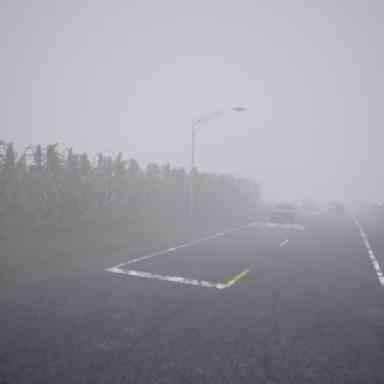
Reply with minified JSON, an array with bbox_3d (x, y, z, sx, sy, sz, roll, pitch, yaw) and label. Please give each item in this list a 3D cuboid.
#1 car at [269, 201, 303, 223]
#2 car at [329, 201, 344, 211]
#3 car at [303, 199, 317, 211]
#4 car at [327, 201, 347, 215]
[{"bbox_3d":[7.627,1.655,27.178,1.837,1.490,4.892,1,0,24],"label":"car"},{"bbox_3d":[21.041,2.033,48.534,1.895,1.301,4.718,1,0,23],"label":"car"},{"bbox_3d":[15.841,1.684,45.349,2.097,1.767,4.553,1,0,24],"label":"car"},{"bbox_3d":[16.927,1.861,39.045,1.837,1.490,4.892,1,0,25],"label":"car"}]
